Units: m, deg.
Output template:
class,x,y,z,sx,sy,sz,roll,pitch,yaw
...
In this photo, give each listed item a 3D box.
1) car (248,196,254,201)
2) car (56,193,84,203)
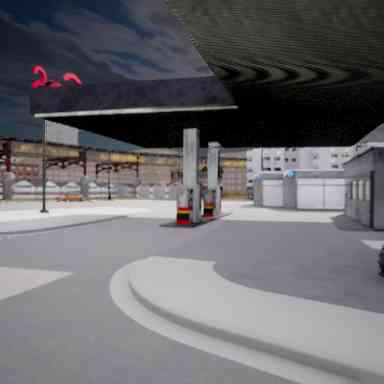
class,x,y,z,sx,sy,sz,roll,pitch,yaw
car,14.789,1.317,74.825,4.181,1.385,1.994,0,0,1
car,-21.727,0.962,59.185,2.097,1.767,4.553,1,1,41
